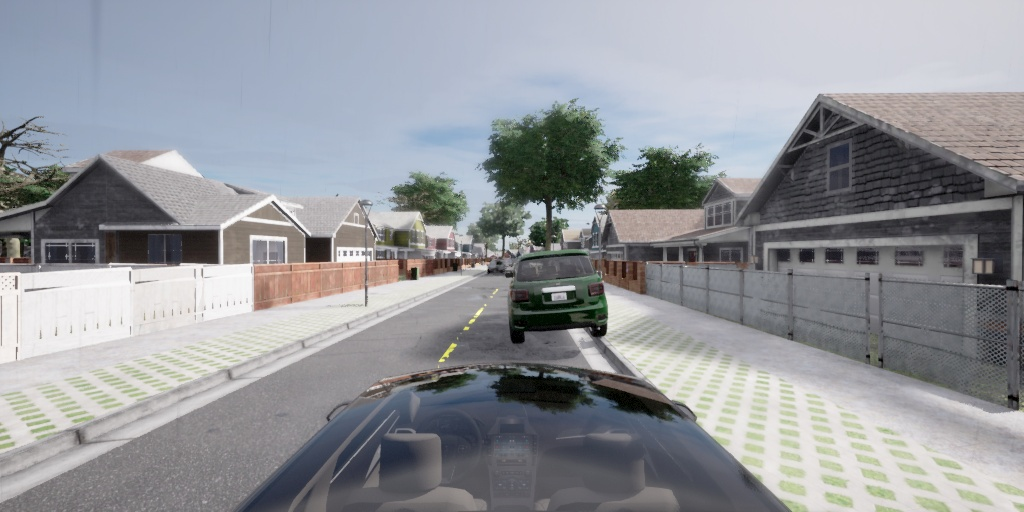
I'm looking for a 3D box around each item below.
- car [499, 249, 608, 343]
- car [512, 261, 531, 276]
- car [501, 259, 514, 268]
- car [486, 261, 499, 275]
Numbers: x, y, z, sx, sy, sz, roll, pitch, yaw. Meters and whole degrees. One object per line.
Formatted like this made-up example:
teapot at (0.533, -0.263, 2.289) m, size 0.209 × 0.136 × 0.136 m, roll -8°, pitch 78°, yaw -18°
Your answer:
car at (1.015, 0.897, 9.763) m, size 2.150 × 2.045 × 5.566 m, roll -5°, pitch 0°, yaw 2°
car at (1.116, 1.324, 39.625) m, size 2.033 × 1.411 × 5.357 m, roll 0°, pitch 0°, yaw 3°
car at (-0.798, 1.327, 64.908) m, size 2.128 × 1.511 × 4.902 m, roll 0°, pitch 0°, yaw 2°
car at (-1.734, 1.281, 39.865) m, size 1.837 × 1.490 × 4.892 m, roll 0°, pitch 0°, yaw 2°
